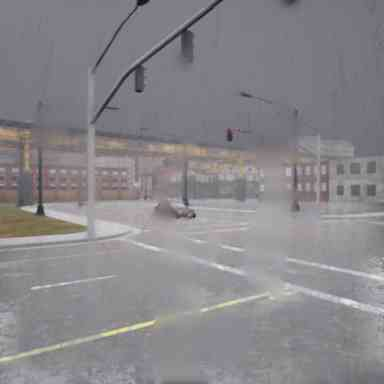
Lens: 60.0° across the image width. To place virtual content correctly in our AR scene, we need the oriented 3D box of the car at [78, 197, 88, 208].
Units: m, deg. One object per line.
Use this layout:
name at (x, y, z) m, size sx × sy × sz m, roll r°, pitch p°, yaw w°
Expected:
car at (-15.365, 1.420, 47.941) m, size 2.128 × 1.511 × 4.902 m, roll 0°, pitch 0°, yaw -20°

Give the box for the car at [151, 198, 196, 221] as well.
car at (-1.535, 1.535, 27.923) m, size 1.812 × 1.442 × 4.674 m, roll 0°, pitch 1°, yaw -36°
